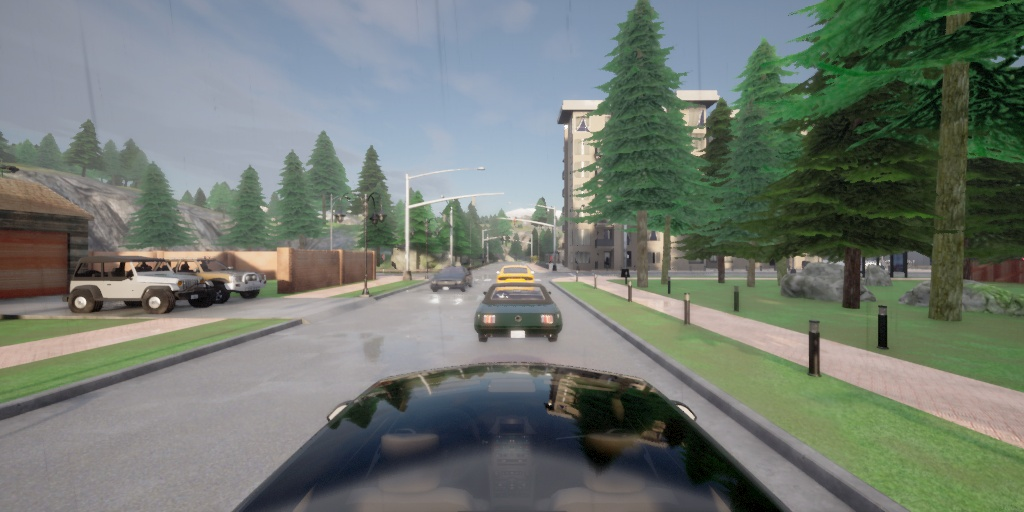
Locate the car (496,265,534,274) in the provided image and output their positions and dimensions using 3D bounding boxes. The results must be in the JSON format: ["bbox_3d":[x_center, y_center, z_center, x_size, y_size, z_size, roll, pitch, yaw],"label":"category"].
[{"bbox_3d":[0.176,1.228,19.050,1.882,1.535,5.008,0,0,0],"label":"car"}]

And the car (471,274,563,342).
[{"bbox_3d":[0.146,1.351,9.711,1.895,1.301,4.718,0,0,0],"label":"car"}]

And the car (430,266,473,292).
[{"bbox_3d":[-3.422,1.298,21.344,2.033,1.411,5.357,0,0,0],"label":"car"}]
